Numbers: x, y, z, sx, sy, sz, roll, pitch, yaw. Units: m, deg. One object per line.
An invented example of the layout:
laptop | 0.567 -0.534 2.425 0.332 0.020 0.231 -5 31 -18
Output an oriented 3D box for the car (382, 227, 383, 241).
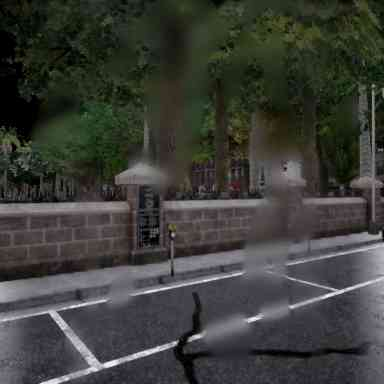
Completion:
car | 9.760 1.310 13.509 5.009 1.841 2.192 0 0 -36
